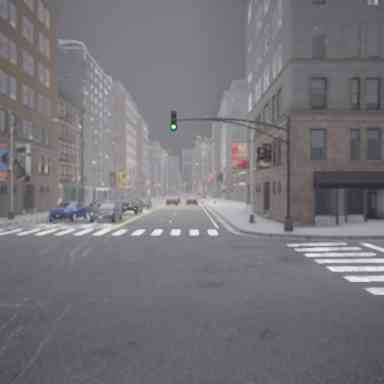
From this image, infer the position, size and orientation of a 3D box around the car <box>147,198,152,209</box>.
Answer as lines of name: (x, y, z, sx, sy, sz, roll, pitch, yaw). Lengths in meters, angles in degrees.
car: (-6.609, 1.518, 45.905, 2.128, 1.511, 4.902, 0, 0, 0)

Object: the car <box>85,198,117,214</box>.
car: (-9.851, 1.508, 36.437, 2.128, 1.511, 4.902, 0, 0, 0)

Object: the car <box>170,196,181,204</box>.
car: (-3.275, 1.527, 65.905, 1.882, 1.535, 5.008, 0, 0, 0)

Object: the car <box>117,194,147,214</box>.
car: (-6.604, 1.238, 35.746, 2.150, 2.045, 5.566, 0, 0, 0)

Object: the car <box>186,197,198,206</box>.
car: (-0.021, 1.515, 55.457, 1.882, 1.535, 5.008, 0, 0, 0)

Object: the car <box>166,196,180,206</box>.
car: (-3.271, 1.515, 55.489, 1.882, 1.535, 5.008, 0, 0, 0)

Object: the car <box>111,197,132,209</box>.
car: (-9.858, 1.532, 46.867, 1.837, 1.490, 4.892, 0, 0, 0)

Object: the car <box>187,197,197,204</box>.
car: (-0.025, 1.612, 65.906, 1.994, 1.385, 4.181, 0, 0, 0)

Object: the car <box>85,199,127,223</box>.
car: (-6.602, 1.534, 26.043, 1.812, 1.442, 4.674, 0, 0, -2)

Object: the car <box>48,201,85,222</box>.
car: (-9.845, 1.487, 26.933, 1.882, 1.535, 5.008, 0, 0, 0)
